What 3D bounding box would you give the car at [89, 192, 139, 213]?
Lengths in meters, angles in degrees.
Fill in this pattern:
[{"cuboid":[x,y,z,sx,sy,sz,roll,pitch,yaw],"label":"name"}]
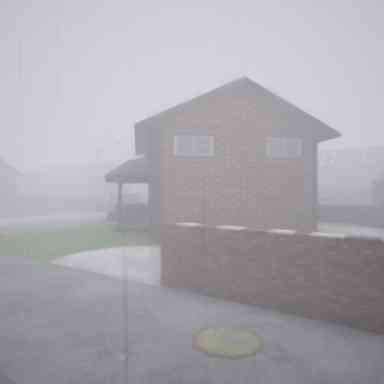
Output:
[{"cuboid":[-8.387,1.240,37.586,2.150,2.045,5.566,0,0,35],"label":"car"}]
